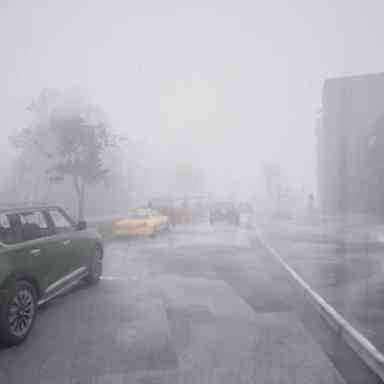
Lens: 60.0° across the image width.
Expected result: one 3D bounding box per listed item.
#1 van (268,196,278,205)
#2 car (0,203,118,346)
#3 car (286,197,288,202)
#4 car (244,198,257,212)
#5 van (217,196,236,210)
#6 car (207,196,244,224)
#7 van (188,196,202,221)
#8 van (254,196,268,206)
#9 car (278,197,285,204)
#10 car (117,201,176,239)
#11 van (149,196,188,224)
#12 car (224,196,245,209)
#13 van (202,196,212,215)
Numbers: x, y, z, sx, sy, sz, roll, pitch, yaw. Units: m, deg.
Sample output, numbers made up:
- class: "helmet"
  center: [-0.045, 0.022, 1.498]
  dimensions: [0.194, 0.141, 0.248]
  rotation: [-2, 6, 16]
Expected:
- class: "van"
  center: [18.615, 2.028, 79.586]
  dimensions: [1.878, 1.987, 4.442]
  rotation: [-2, 0, 26]
- class: "car"
  center: [-3.494, 1.238, 6.466]
  dimensions: [2.435, 2.045, 5.566]
  rotation: [-3, 0, 3]
- class: "car"
  center: [24.277, 2.368, 90.190]
  dimensions: [2.231, 1.521, 4.892]
  rotation: [-2, 0, 26]
- class: "car"
  center: [6.764, 1.827, 42.512]
  dimensions: [1.994, 1.385, 4.181]
  rotation: [-1, -1, 17]
- class: "van"
  center: [5.206, 1.655, 50.264]
  dimensions: [1.878, 1.987, 4.442]
  rotation: [-2, 0, 18]
- class: "car"
  center: [2.648, 1.449, 25.614]
  dimensions: [2.097, 1.767, 4.553]
  rotation: [0, 0, 10]
- class: "van"
  center: [-0.735, 1.396, 28.730]
  dimensions: [1.878, 1.987, 4.442]
  rotation: [-2, 0, 12]
- class: "van"
  center: [14.066, 1.927, 70.735]
  dimensions: [1.878, 1.987, 4.442]
  rotation: [-2, 0, 26]
- class: "car"
  center: [21.682, 2.346, 85.328]
  dimensions: [2.163, 1.488, 4.792]
  rotation: [-2, 0, 26]
- class: "car"
  center: [-2.500, 1.535, 17.760]
  dimensions: [1.946, 1.575, 5.366]
  rotation: [-2, 0, 8]
- class: "van"
  center: [-1.737, 1.351, 23.226]
  dimensions: [1.878, 1.987, 4.442]
  rotation: [-2, 0, 7]
- class: "car"
  center: [7.153, 1.704, 55.410]
  dimensions: [2.435, 2.045, 5.566]
  rotation: [-2, 0, 19]
- class: "van"
  center: [0.456, 1.450, 34.193]
  dimensions: [1.878, 1.987, 4.442]
  rotation: [-2, 0, 12]
